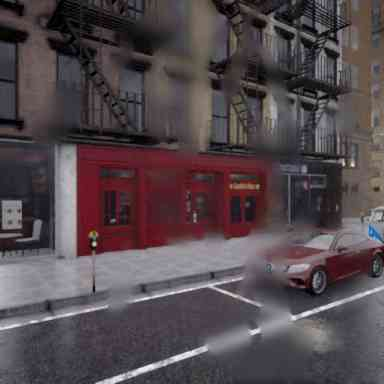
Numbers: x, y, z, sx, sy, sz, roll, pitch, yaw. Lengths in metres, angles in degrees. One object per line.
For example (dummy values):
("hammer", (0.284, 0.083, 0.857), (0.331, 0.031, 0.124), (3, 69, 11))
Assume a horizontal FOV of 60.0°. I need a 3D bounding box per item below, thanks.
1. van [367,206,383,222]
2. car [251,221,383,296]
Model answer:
("van", (7.814, 1.337, 11.720), (3.998, 1.788, 1.690), (0, 0, -35))
("car", (3.402, 1.580, 8.595), (4.206, 1.307, 1.802), (0, 0, -35))
